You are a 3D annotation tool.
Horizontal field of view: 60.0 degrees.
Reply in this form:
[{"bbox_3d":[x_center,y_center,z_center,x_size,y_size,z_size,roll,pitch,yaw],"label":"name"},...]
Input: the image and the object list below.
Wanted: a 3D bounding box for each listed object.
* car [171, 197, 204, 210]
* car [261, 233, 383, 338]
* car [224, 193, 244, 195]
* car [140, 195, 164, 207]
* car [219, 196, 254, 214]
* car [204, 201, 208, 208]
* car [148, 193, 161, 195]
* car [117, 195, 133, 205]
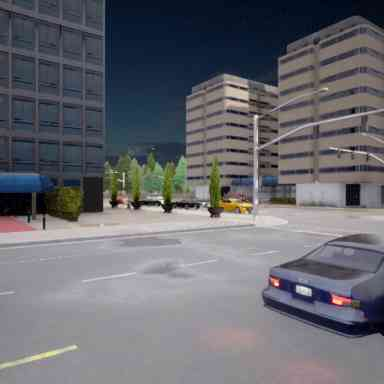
[{"bbox_3d":[-0.866,1.597,43.641,1.895,1.301,4.718,0,0,-35],"label":"car"},{"bbox_3d":[3.750,1.546,6.496,5.357,1.411,2.033,0,0,-35],"label":"car"},{"bbox_3d":[6.035,1.216,52.418,2.150,2.045,5.566,0,0,-35],"label":"car"},{"bbox_3d":[-6.566,1.597,51.787,1.895,1.301,4.718,0,0,-35],"label":"car"},{"bbox_3d":[4.495,1.474,35.987,1.882,1.535,5.008,0,0,-35],"label":"car"},{"bbox_3d":[0.282,1.487,48.105,2.128,1.511,4.902,0,0,-35],"label":"car"},{"bbox_3d":[-5.783,1.217,56.788,2.150,2.045,5.566,0,0,-34],"label":"car"},{"bbox_3d":[-12.165,1.349,59.850,2.097,1.767,4.553,0,0,-35],"label":"car"}]
